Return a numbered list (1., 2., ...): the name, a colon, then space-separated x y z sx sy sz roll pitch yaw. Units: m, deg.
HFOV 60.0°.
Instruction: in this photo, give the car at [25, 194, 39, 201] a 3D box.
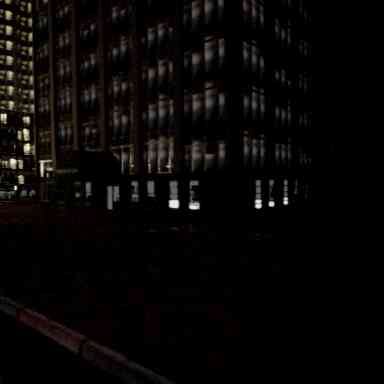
1. car: -33.759 1.170 71.862 1.967 1.590 4.097 0 1 40
